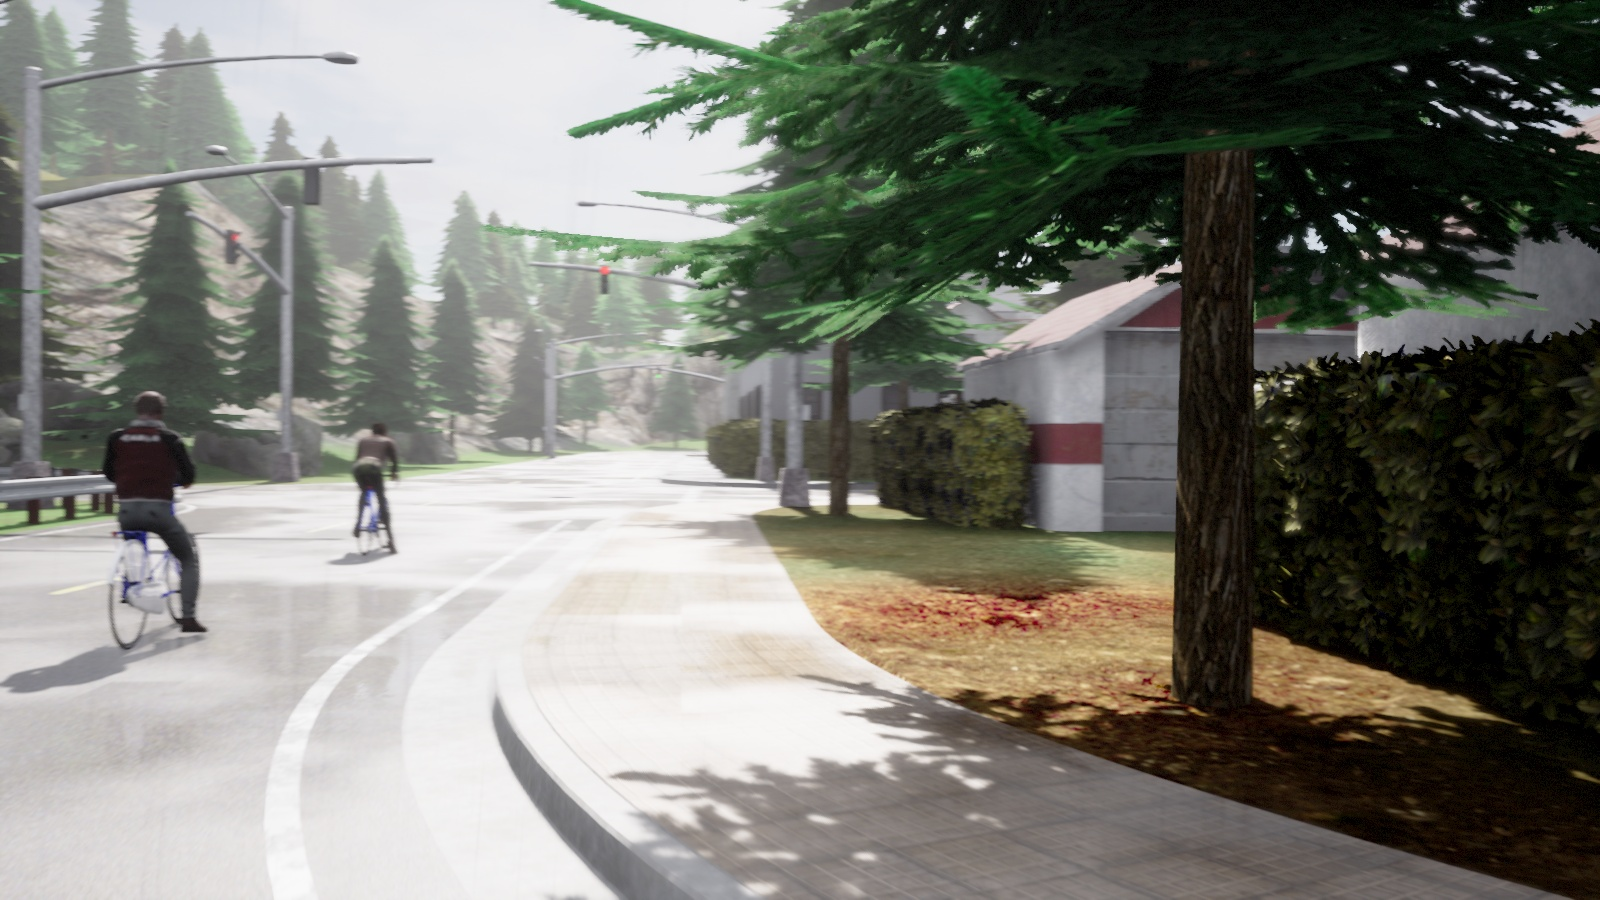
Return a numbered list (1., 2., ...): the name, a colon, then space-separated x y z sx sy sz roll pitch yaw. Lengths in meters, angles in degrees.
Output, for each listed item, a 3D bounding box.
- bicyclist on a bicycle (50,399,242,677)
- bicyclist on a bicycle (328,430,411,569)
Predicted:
1. bicyclist on a bicycle: -4.598 0.550 8.974 0.659 1.776 1.843 -1 1 -10
2. bicyclist on a bicycle: -5.297 0.574 15.546 0.582 1.620 1.656 0 0 -5
